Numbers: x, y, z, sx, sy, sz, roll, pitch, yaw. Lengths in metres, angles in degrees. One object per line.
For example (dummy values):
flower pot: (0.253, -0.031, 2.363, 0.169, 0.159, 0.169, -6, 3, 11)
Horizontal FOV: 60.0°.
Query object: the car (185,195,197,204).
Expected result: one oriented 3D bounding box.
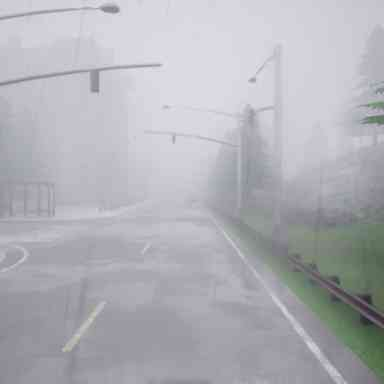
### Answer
car: (-0.195, 1.263, 57.106, 1.994, 1.385, 4.181, 0, 0, 0)
